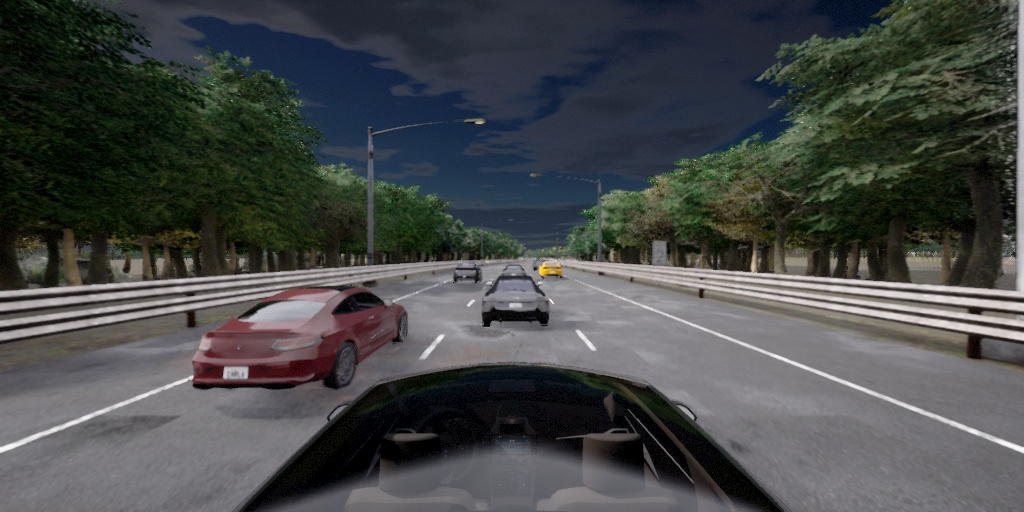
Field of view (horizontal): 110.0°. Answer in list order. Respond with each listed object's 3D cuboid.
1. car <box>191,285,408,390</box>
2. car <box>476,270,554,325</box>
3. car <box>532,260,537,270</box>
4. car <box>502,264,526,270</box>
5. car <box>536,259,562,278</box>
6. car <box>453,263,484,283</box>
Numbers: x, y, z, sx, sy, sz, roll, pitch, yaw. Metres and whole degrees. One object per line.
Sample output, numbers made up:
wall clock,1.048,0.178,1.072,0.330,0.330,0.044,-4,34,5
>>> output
car,-3.401,1.275,6.716,1.812,1.442,4.674,0,0,0
car,0.097,1.315,11.784,1.994,1.385,4.181,0,0,0
car,4.163,1.451,54.153,1.994,1.385,4.181,0,0,2
car,0.166,1.346,28.528,1.994,1.385,4.181,0,0,1
car,3.638,1.273,34.326,1.882,1.535,5.008,0,0,1
car,-3.343,1.271,27.869,2.128,1.511,4.902,0,0,1
